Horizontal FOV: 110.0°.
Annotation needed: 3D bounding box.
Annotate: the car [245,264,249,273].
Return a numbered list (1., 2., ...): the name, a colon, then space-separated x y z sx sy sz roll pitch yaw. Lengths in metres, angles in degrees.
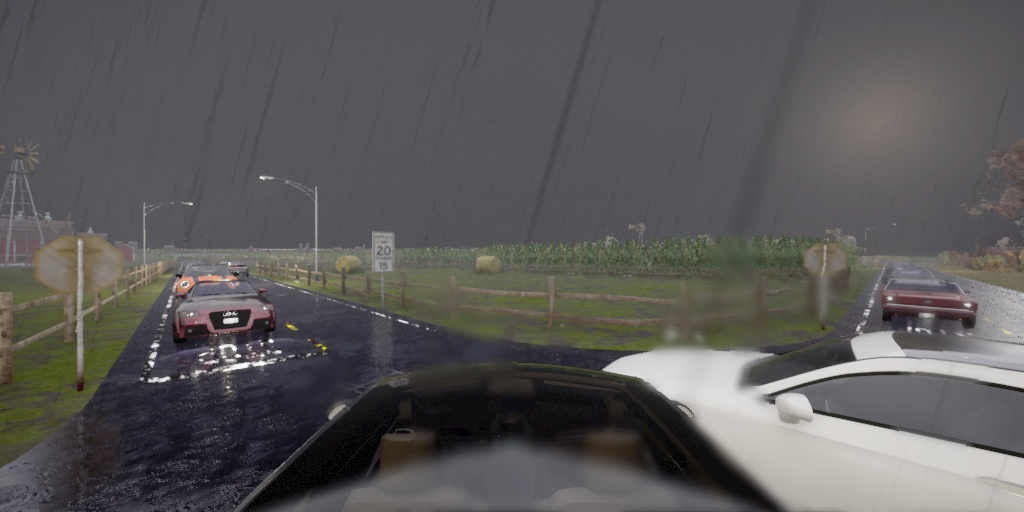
1. car: -27.372 1.299 35.481 2.128 1.511 4.902 0 0 -42

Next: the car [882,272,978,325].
1. car: 13.393 1.398 11.693 4.718 1.301 1.895 0 1 -44

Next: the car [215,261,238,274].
1. car: -34.175 1.325 42.864 1.837 1.490 4.892 0 0 -42

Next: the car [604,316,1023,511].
1. car: 2.815 1.293 2.513 1.812 1.442 4.674 0 1 -45

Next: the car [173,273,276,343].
1. car: -8.047 1.359 9.981 1.994 1.385 4.181 0 0 -43

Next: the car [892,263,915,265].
1. car: 27.083 1.402 24.663 4.181 1.385 1.994 0 1 -43

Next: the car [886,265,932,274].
1. car: 20.398 1.363 18.334 5.357 1.411 2.033 0 1 -43

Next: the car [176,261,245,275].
1. car: -13.895 1.147 16.400 2.097 1.767 4.553 0 0 -42
